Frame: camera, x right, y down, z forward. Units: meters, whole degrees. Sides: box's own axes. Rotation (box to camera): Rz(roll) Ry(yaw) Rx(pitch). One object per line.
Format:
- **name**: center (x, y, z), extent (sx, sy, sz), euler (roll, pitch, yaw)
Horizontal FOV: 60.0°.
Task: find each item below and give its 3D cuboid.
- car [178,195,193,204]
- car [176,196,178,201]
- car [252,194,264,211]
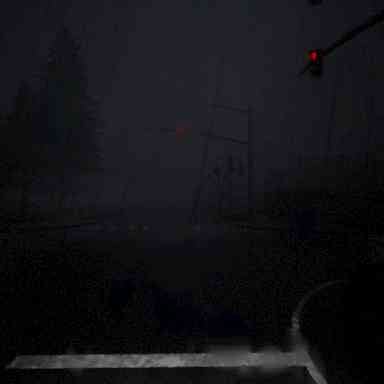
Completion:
- **car**: center (-0.906, 1.500, 60.921), extent (2.033, 1.411, 5.357), euler (0, 0, -7)
- **car**: center (-2.198, 1.305, 71.105), extent (1.812, 1.442, 4.674), euler (0, 0, -13)
- **car**: center (8.868, 1.133, 36.301), extent (4.605, 1.855, 1.932), euler (0, 0, -1)
